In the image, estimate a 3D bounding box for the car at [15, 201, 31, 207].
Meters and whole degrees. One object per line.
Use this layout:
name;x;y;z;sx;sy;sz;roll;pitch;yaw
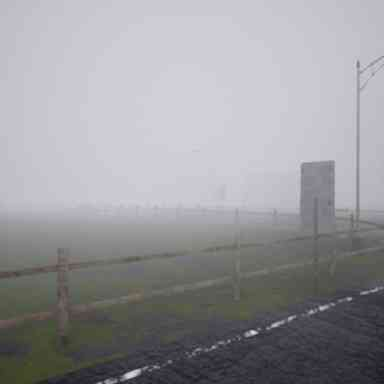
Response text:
car;-39.814;2.790;78.419;5.008;1.535;1.882;-1;-1;39

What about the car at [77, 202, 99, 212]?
car;-16.439;2.391;52.459;2.128;1.511;4.902;1;-1;-43
